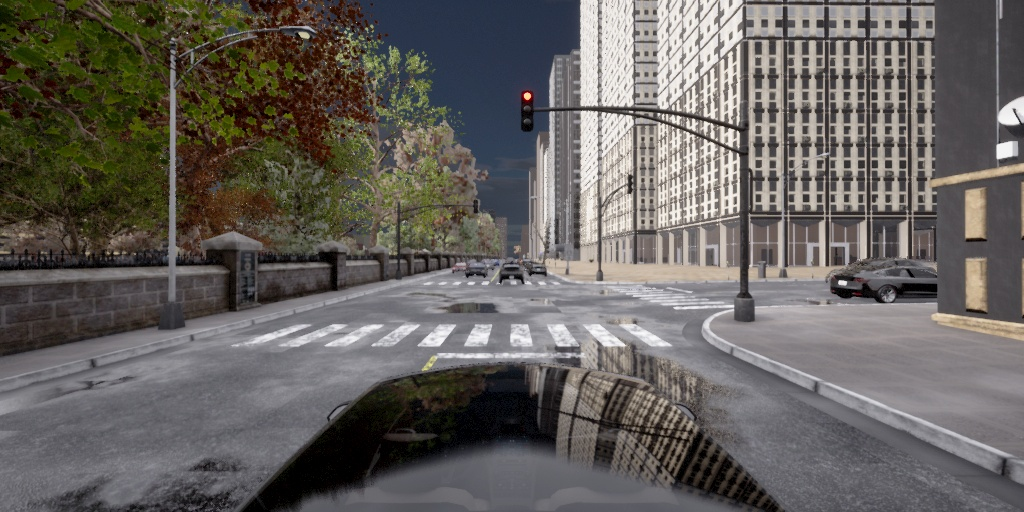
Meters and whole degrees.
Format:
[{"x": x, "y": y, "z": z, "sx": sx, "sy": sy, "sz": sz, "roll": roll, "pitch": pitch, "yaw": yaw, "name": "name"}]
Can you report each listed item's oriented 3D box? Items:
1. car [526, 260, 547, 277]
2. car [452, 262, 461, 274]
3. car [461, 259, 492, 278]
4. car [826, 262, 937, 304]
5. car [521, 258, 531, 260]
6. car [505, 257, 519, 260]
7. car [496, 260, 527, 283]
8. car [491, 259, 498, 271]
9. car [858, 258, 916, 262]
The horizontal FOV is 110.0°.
[{"x": 2.512, "y": 1.329, "z": 36.147, "sx": 1.948, "sy": 1.339, "sz": 4.313, "roll": 0, "pitch": 0, "yaw": 0, "name": "car"}, {"x": -5.898, "y": 1.350, "z": 41.735, "sx": 1.802, "sy": 1.307, "sz": 4.207, "roll": 0, "pitch": 0, "yaw": 0, "name": "car"}, {"x": -3.266, "y": 1.310, "z": 34.174, "sx": 2.033, "sy": 1.411, "sz": 5.357, "roll": 0, "pitch": 0, "yaw": 0, "name": "car"}, {"x": 14.627, "y": 1.026, "z": 13.628, "sx": 4.313, "sy": 1.339, "sz": 1.948, "roll": 0, "pitch": 0, "yaw": -1, "name": "car"}, {"x": 2.453, "y": 1.338, "z": 47.412, "sx": 1.948, "sy": 1.339, "sz": 4.313, "roll": 0, "pitch": 0, "yaw": 0, "name": "car"}, {"x": -0.326, "y": 1.282, "z": 64.218, "sx": 2.128, "sy": 1.511, "sz": 4.902, "roll": 0, "pitch": 0, "yaw": 0, "name": "car"}, {"x": -0.035, "y": 1.264, "z": 28.216, "sx": 1.837, "sy": 1.490, "sz": 4.892, "roll": 0, "pitch": 0, "yaw": 0, "name": "car"}, {"x": -3.335, "y": 1.265, "z": 48.464, "sx": 2.128, "sy": 1.511, "sz": 4.902, "roll": 0, "pitch": 0, "yaw": 0, "name": "car"}, {"x": 19.903, "y": 0.898, "z": 19.478, "sx": 4.892, "sy": 1.490, "sz": 1.837, "roll": -1, "pitch": 0, "yaw": -1, "name": "car"}]
